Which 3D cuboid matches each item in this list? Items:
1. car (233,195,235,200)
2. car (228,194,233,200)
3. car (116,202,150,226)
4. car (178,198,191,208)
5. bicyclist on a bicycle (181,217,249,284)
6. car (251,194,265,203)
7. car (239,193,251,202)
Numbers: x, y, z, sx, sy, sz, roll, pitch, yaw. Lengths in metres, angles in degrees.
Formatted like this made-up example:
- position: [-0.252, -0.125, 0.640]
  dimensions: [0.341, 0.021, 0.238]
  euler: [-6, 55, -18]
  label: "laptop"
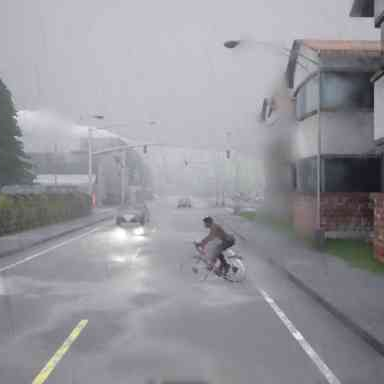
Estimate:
- position: [12.254, 1.058, 78.633]
  dimensions: [3.866, 1.878, 1.905]
  euler: [0, 0, -2]
  label: "car"
- position: [11.770, 1.078, 81.528]
  dimensions: [4.605, 1.855, 1.932]
  euler: [0, 0, -2]
  label: "car"
- position: [-4.077, 1.483, 23.550]
  dimensions: [2.128, 1.511, 4.902]
  euler: [0, 0, -1]
  label: "car"
- position: [-1.054, 1.525, 47.140]
  dimensions: [2.033, 1.411, 5.357]
  euler: [0, 0, -1]
  label: "car"
- position: [0.558, 1.434, 8.106]
  dimensions: [1.656, 1.620, 0.582]
  euler: [0, 0, -1]
  label: "bicyclist on a bicycle"
- position: [13.054, 1.222, 59.435]
  dimensions: [3.806, 1.475, 1.970]
  euler: [0, 0, -2]
  label: "car"
- position: [12.571, 1.140, 65.843]
  dimensions: [5.027, 1.636, 2.152]
  euler: [0, 0, -2]
  label: "car"
